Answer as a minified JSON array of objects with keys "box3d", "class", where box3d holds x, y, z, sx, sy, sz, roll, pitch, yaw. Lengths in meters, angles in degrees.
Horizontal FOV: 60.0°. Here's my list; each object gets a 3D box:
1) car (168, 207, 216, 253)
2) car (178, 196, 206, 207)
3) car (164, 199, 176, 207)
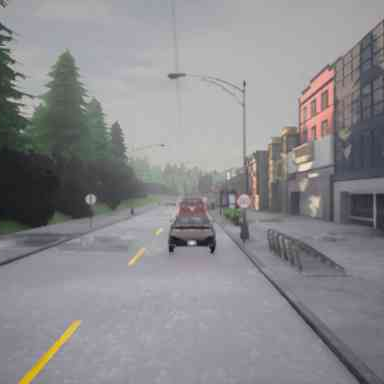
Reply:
[{"box3d":[0.004,1.626,14.294,2.128,1.511,4.902,0,0,0],"class":"car"},{"box3d":[0.002,1.487,29.014,2.150,2.045,5.566,0,0,0],"class":"car"},{"box3d":[-4.027,2.110,62.925,1.812,1.442,4.674,0,0,1],"class":"car"}]
